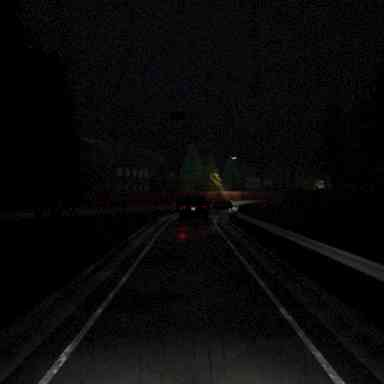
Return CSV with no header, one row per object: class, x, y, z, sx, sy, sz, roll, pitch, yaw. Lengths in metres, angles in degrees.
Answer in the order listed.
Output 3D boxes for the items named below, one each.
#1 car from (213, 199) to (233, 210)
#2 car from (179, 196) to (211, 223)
car,4.258,1.678,45.186,1.994,1.385,4.181,0,0,19
car,0.272,1.290,26.187,2.150,2.045,5.566,0,0,4
